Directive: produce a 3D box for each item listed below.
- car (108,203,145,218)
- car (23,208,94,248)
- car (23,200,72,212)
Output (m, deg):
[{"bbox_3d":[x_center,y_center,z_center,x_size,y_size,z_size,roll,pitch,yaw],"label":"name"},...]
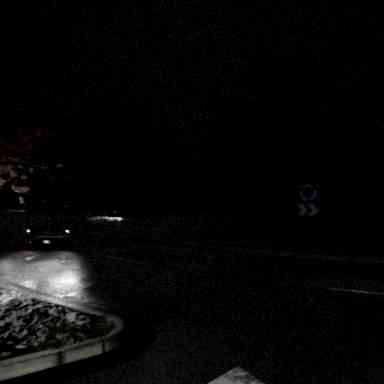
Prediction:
[{"bbox_3d":[-6.616,1.846,34.059,1.994,1.385,4.181,1,-1,26],"label":"car"},{"bbox_3d":[-5.753,1.616,14.850,1.895,1.301,4.718,1,-1,-6],"label":"car"},{"bbox_3d":[-17.290,1.672,40.061,5.357,1.411,2.033,2,-1,2],"label":"car"}]
